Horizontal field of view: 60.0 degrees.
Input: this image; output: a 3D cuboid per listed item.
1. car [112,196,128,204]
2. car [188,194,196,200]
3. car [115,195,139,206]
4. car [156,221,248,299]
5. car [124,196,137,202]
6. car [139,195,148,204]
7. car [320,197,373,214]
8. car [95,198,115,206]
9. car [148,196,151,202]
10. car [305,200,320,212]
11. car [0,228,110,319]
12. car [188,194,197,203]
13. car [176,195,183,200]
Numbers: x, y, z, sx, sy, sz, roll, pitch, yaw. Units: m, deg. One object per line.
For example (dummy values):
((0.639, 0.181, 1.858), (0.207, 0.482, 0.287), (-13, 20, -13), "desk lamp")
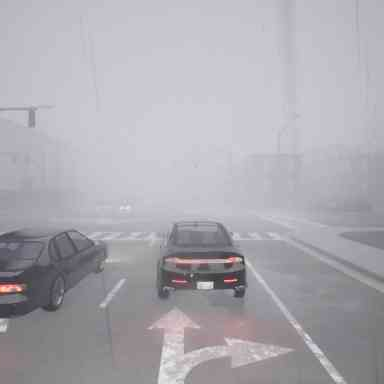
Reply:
((-14.018, 1.547, 64.932), (2.033, 1.411, 5.357), (0, 0, 1), "car")
((0.014, 1.355, 92.070), (2.097, 1.767, 4.553), (0, 0, 0), "car")
((-10.574, 1.493, 54.251), (2.128, 1.511, 4.902), (0, 0, 0), "car")
((0.116, 1.492, 8.488), (2.128, 1.511, 4.902), (0, 0, -3), "car")
((-13.988, 1.540, 75.558), (2.033, 1.411, 5.357), (0, 0, 0), "car")
((-10.524, 1.352, 65.035), (2.097, 1.767, 4.553), (0, 0, 0), "car")
((16.546, 1.352, 35.245), (4.553, 1.767, 2.097), (0, 0, 0), "car")
((-14.076, 1.601, 53.522), (1.895, 1.301, 4.718), (0, 0, 0), "car")
((-10.489, 1.525, 75.222), (2.128, 1.511, 4.902), (0, 0, 0), "car")
((15.718, 1.492, 38.745), (4.902, 1.511, 2.128), (0, 0, 0), "car")
((-3.430, 1.547, 7.684), (2.033, 1.411, 5.357), (0, 0, 0), "car")
((0.109, 1.505, 67.424), (1.837, 1.490, 4.892), (0, 0, 0), "car")
((-3.486, 1.524, 92.909), (1.812, 1.442, 4.674), (0, 0, 0), "car")
